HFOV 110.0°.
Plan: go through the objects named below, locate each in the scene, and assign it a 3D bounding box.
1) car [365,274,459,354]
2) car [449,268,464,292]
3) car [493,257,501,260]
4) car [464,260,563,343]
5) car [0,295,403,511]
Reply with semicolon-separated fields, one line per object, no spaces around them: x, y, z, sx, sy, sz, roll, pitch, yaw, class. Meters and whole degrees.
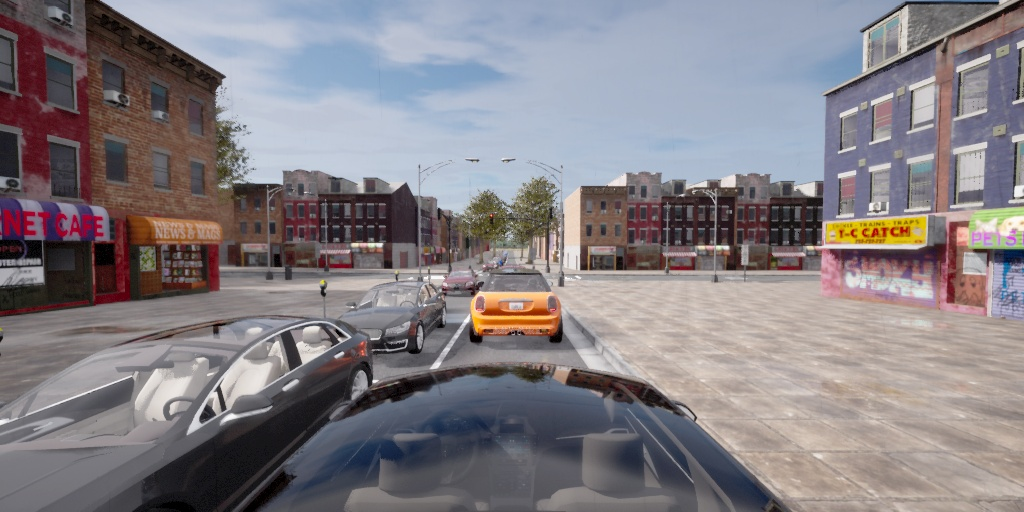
-2.654;1.299;8.547;2.007;1.370;4.403;0;0;0;car
-2.677;1.336;19.441;1.802;1.307;4.207;0;0;0;car
-2.733;1.245;46.216;1.967;1.591;4.097;0;0;0;car
0.083;1.101;9.857;2.097;1.767;4.553;0;0;0;car
-2.643;1.300;3.098;2.007;1.370;4.403;0;0;0;car
